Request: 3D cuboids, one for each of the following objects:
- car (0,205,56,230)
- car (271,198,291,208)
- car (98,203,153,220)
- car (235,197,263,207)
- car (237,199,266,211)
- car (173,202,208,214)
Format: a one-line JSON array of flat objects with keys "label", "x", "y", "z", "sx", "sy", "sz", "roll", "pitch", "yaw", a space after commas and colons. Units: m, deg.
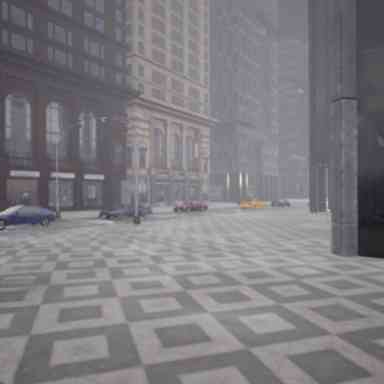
[{"label": "car", "x": -11.547, "y": 1.648, "z": 22.397, "sx": 1.812, "sy": 1.442, "sz": 4.674, "roll": 0, "pitch": 0, "yaw": 37}, {"label": "car", "x": 14.112, "y": 1.744, "z": 53.013, "sx": 1.812, "sy": 1.442, "sz": 4.674, "roll": 0, "pitch": 0, "yaw": 36}, {"label": "car", "x": -5.895, "y": 1.700, "z": 30.319, "sx": 2.033, "sy": 1.411, "sz": 5.357, "roll": 0, "pitch": 0, "yaw": 36}, {"label": "car", "x": 8.764, "y": 1.479, "z": 50.687, "sx": 2.033, "sy": 1.411, "sz": 5.357, "roll": 0, "pitch": 0, "yaw": 36}, {"label": "car", "x": 8.272, "y": 1.669, "z": 44.754, "sx": 1.882, "sy": 1.535, "sz": 5.008, "roll": 0, "pitch": 0, "yaw": 36}, {"label": "car", "x": -0.143, "y": 1.781, "z": 38.366, "sx": 1.895, "sy": 1.301, "sz": 4.718, "roll": 0, "pitch": 0, "yaw": 36}]
